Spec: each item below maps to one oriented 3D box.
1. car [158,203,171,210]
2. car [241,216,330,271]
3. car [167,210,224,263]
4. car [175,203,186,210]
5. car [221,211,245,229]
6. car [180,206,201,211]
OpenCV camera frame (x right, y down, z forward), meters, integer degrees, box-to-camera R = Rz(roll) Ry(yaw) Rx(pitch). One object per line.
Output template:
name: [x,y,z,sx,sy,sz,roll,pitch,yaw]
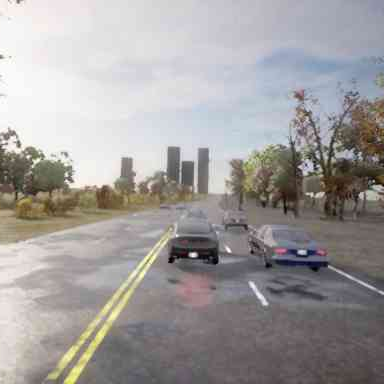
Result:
car: [-5.336,2.822,65.194,1.994,1.385,4.181,1,-1,3]
car: [3.320,1.910,12.478,2.033,1.411,5.357,2,-1,1]
car: [0.084,1.800,13.455,1.837,1.490,4.892,2,1,1]
car: [-2.108,2.856,64.621,1.812,1.442,4.674,1,-1,3]
car: [3.458,2.264,27.418,2.033,1.411,5.357,1,-1,1]
car: [0.244,2.227,28.547,1.994,1.385,4.181,1,-1,1]
